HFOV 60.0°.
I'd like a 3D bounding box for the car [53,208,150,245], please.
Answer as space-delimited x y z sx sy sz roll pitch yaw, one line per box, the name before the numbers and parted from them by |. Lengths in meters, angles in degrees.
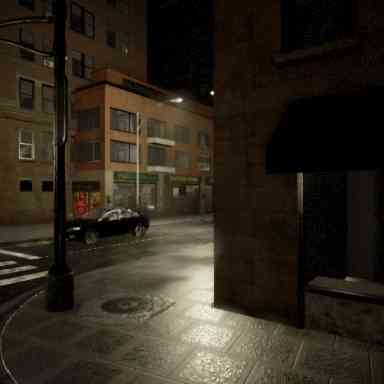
car | -4.107 1.520 15.852 2.128 1.511 4.902 0 0 37
